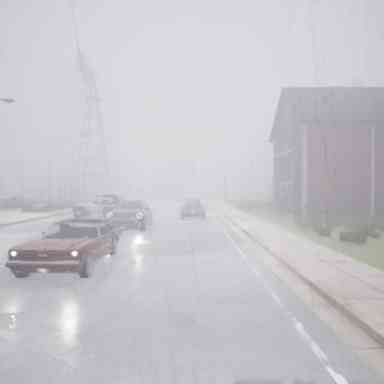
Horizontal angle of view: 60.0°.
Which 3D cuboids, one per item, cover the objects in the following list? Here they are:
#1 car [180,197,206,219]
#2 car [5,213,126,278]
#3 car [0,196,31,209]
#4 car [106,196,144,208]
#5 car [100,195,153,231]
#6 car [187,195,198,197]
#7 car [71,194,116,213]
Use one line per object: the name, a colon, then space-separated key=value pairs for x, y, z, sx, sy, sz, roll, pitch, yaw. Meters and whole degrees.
car: x=0.087 y=1.374 z=26.566 sx=1.994 sy=1.385 sz=4.181 roll=0 pitch=0 yaw=0
car: x=-3.504 y=1.529 z=10.026 sx=1.895 sy=1.301 sz=4.718 roll=0 pitch=0 yaw=0
car: x=-20.945 y=1.240 z=39.319 sx=3.905 sy=1.438 sz=1.784 roll=0 pitch=0 yaw=1
car: x=-8.073 y=1.217 z=40.439 sx=4.193 sy=1.474 sz=1.816 roll=0 pitch=0 yaw=1
car: x=-3.529 y=1.213 z=19.367 sx=2.097 sy=1.767 sz=4.553 roll=0 pitch=0 yaw=0
car: x=0.086 y=1.166 z=43.709 sx=1.882 sy=1.535 sz=5.008 roll=0 pitch=0 yaw=0
car: x=-7.580 y=1.120 z=26.953 sx=3.866 sy=1.878 sz=1.905 roll=0 pitch=0 yaw=1
